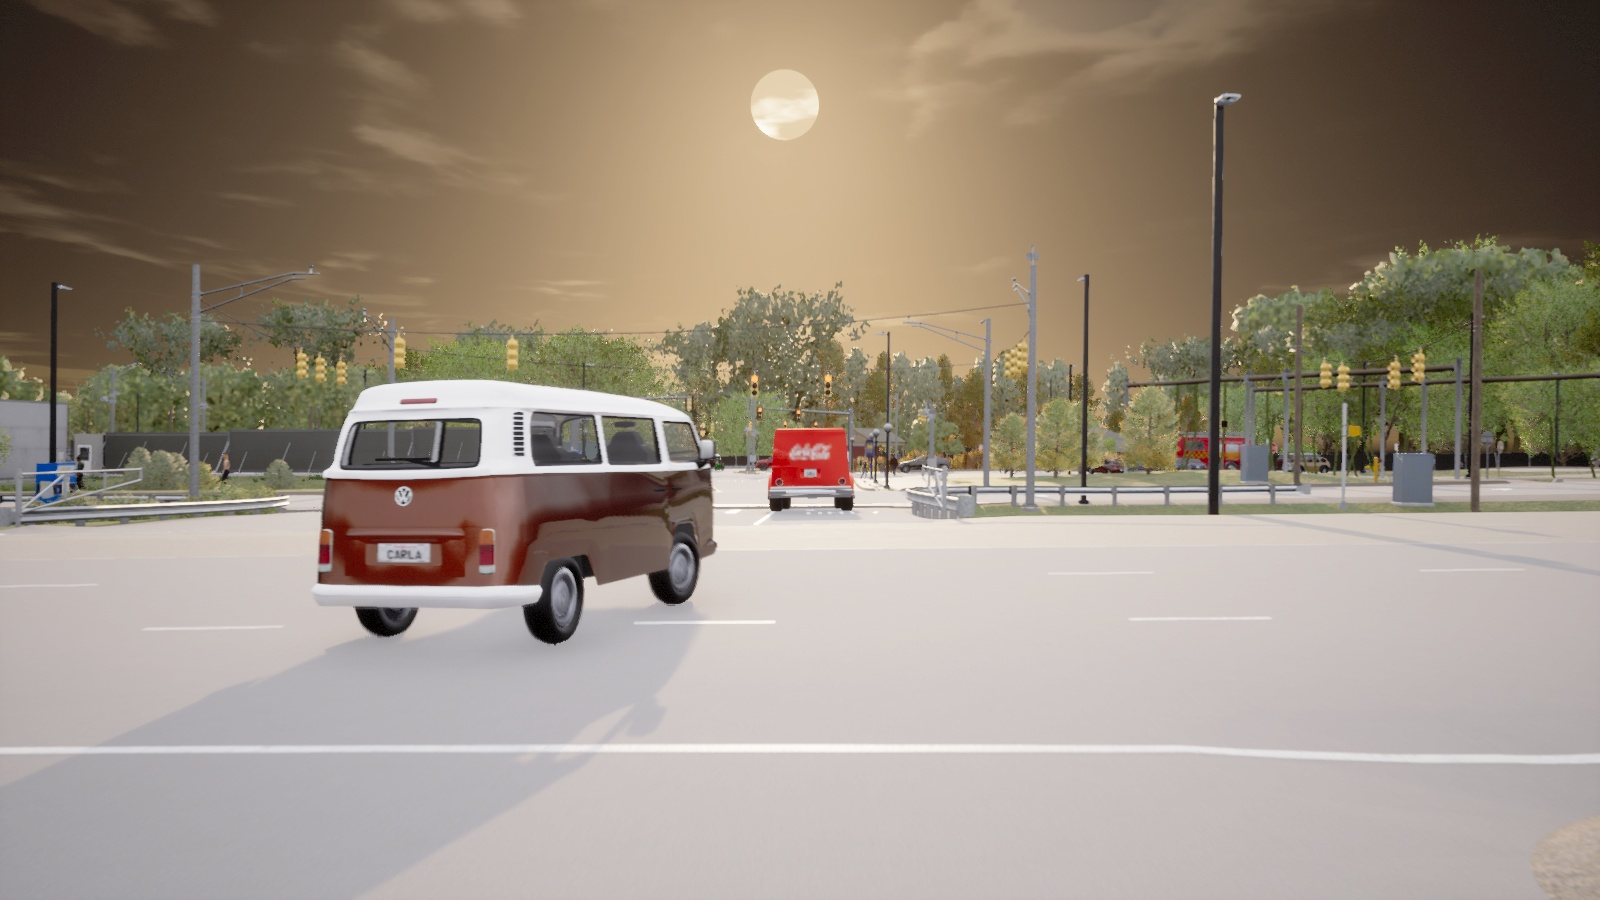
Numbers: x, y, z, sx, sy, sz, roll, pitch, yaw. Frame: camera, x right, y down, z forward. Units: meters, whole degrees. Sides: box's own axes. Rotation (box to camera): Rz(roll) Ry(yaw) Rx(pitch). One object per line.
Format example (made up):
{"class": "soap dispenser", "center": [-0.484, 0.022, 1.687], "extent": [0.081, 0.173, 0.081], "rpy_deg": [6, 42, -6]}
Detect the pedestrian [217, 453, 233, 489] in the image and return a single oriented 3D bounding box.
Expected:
{"class": "pedestrian", "center": [-29.450, 1.066, 64.315], "extent": [0.594, 1.836, 0.345], "rpy_deg": [1, 0, 1]}

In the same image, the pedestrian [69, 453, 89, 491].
{"class": "pedestrian", "center": [-36.983, 1.129, 64.398], "extent": [0.788, 1.949, 0.423], "rpy_deg": [1, 0, 3]}

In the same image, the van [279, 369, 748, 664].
{"class": "van", "center": [-2.191, 0.472, 11.124], "extent": [2.069, 2.038, 4.480], "rpy_deg": [-1, 0, 17]}

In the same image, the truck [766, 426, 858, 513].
{"class": "truck", "center": [0.385, 0.621, 38.754], "extent": [2.627, 2.467, 5.204], "rpy_deg": [-1, -1, 1]}
